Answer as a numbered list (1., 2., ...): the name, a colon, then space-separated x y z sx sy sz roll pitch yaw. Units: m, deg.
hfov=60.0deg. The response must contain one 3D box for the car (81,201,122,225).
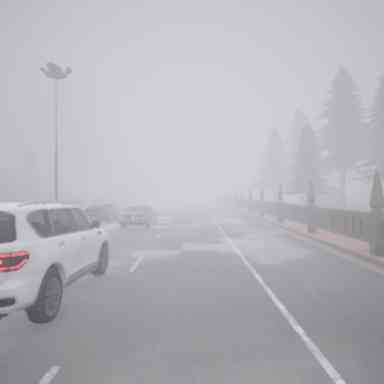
1. car: -6.924 1.556 26.004 1.837 1.490 4.892 0 0 0

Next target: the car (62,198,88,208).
1. car: -17.543 1.643 50.056 2.033 1.411 5.357 0 0 1

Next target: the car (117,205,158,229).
1. car: -3.454 1.590 22.183 2.033 1.411 5.357 0 0 1

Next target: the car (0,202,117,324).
1. car: -3.456 1.229 7.359 2.150 2.045 5.566 0 -1 1

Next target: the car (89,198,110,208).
1. car: -14.045 1.660 50.549 1.994 1.385 4.181 0 0 0

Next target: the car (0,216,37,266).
1. car: -6.930 1.583 10.618 1.994 1.385 4.181 0 0 0
